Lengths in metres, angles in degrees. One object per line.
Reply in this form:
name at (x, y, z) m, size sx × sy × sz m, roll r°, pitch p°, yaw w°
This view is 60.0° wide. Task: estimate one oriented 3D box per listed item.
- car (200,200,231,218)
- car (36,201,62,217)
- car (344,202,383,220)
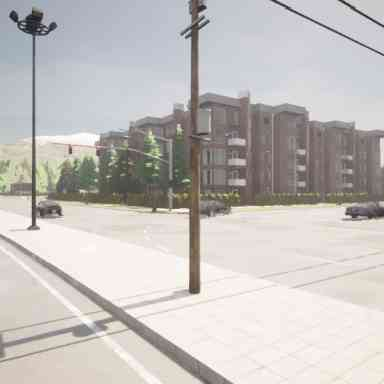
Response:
car at (1.826, 1.491, 30.563) m, size 2.128 × 1.511 × 4.902 m, roll -1°, pitch 0°, yaw 35°
car at (-13.566, 1.526, 31.120) m, size 1.812 × 1.442 × 4.674 m, roll 0°, pitch 0°, yaw -38°
car at (15.263, 1.548, 28.243) m, size 5.357 × 1.411 × 2.033 m, roll 0°, pitch 0°, yaw -31°
